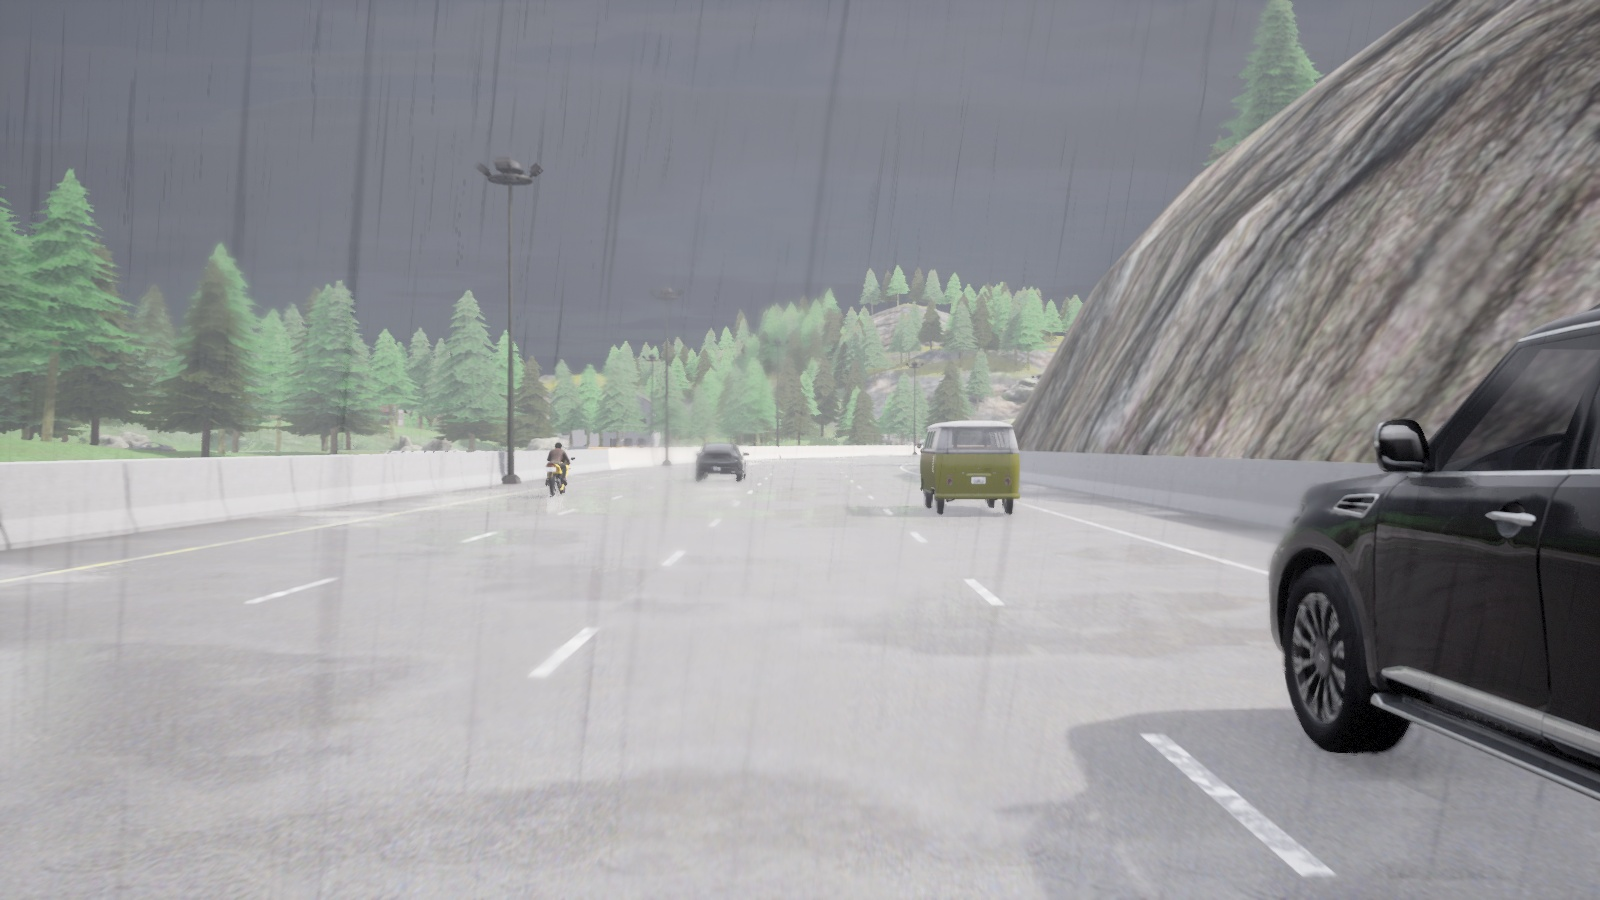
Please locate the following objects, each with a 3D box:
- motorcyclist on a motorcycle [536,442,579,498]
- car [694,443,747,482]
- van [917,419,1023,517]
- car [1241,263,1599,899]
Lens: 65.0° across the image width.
[{"bbox_3d":[-6.784,0.538,35.157,0.797,1.523,2.044,0,0,0],"label":"motorcyclist on a motorcycle"},{"bbox_3d":[-3.193,0.480,51.248,1.837,1.490,4.892,0,0,0],"label":"car"},{"bbox_3d":[3.674,0.356,27.804,1.775,1.987,4.442,0,0,0],"label":"van"},{"bbox_3d":[3.540,0.446,4.272,2.150,2.045,5.566,0,0,0],"label":"car"}]
